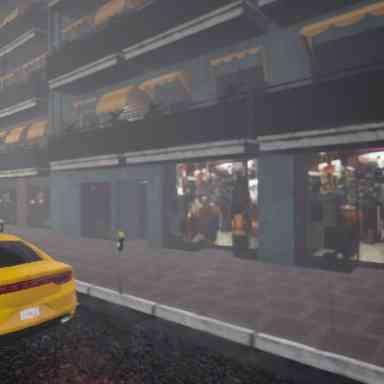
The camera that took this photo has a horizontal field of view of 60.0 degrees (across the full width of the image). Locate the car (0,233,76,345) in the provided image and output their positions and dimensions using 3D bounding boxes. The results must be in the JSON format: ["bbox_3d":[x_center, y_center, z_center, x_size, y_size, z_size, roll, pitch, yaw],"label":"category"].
[{"bbox_3d":[-4.104,1.497,6.024,5.008,1.535,1.882,-1,0,39],"label":"car"}]
